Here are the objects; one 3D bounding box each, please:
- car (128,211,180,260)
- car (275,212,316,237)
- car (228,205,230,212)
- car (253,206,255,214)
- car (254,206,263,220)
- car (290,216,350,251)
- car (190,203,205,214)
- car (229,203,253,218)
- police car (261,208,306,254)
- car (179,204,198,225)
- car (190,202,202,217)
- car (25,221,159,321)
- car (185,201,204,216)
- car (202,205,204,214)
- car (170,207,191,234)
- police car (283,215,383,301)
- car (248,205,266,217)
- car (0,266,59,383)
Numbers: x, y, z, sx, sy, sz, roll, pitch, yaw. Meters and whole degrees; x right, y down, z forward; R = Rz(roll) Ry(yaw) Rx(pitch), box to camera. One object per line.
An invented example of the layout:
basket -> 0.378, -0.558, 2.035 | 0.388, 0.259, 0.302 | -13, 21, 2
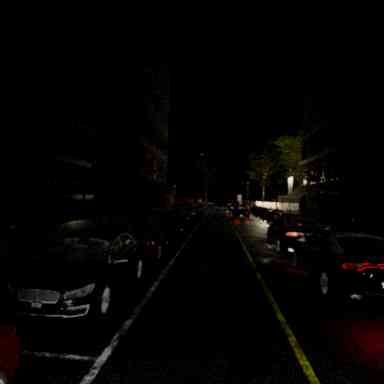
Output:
car -> -1.789, 1.624, 12.817 | 1.887, 1.381, 4.507 | 2, -1, 5
car -> 7.064, 2.178, 23.190 | 1.802, 1.307, 4.206 | 2, -1, 5
car -> 6.559, 2.453, 50.458 | 1.812, 1.442, 4.674 | 2, -1, 5
car -> 8.356, 2.448, 39.692 | 1.802, 1.307, 4.206 | 2, -1, 5
car -> 7.927, 2.320, 34.192 | 1.887, 1.381, 4.507 | 2, -1, 5
car -> 6.634, 2.090, 17.690 | 1.802, 1.307, 4.206 | 2, -1, 5
car -> 0.794, 2.197, 45.823 | 1.802, 1.307, 4.206 | 2, -1, 5
car -> 5.708, 2.345, 39.196 | 1.895, 1.301, 4.718 | 2, -1, 5
police car -> 4.632, 1.816, 15.247 | 1.930, 1.638, 5.238 | 2, -1, 5
car -> -0.927, 1.805, 23.818 | 2.008, 1.369, 4.403 | 2, -1, 5
car -> -0.492, 1.784, 29.321 | 1.967, 1.590, 4.097 | 2, -1, 5
car -> -2.220, 1.544, 7.315 | 2.008, 1.369, 4.403 | 2, -1, 5
car -> 0.369, 1.964, 40.324 | 1.967, 1.590, 4.097 | 2, -1, 5
car -> -0.078, 1.956, 34.652 | 1.752, 1.417, 4.829 | 2, -1, 5
car -> -1.359, 1.732, 18.317 | 1.947, 1.339, 4.313 | 2, -1, 5
police car -> 4.164, 1.722, 9.266 | 1.930, 1.638, 5.238 | 2, -1, 5
car -> 8.788, 2.523, 45.193 | 1.947, 1.339, 4.313 | 2, -1, 5
car -> -2.652, 1.489, 1.813 | 1.802, 1.307, 4.206 | 2, -1, 5
